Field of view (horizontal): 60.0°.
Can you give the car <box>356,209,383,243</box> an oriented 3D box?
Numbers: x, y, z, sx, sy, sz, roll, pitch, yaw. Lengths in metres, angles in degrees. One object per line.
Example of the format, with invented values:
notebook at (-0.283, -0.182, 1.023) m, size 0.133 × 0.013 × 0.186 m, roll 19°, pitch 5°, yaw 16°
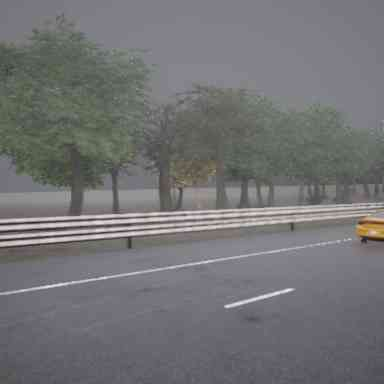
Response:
car at (9.217, 1.455, 14.630) m, size 5.008 × 1.535 × 1.882 m, roll 0°, pitch 0°, yaw -36°
